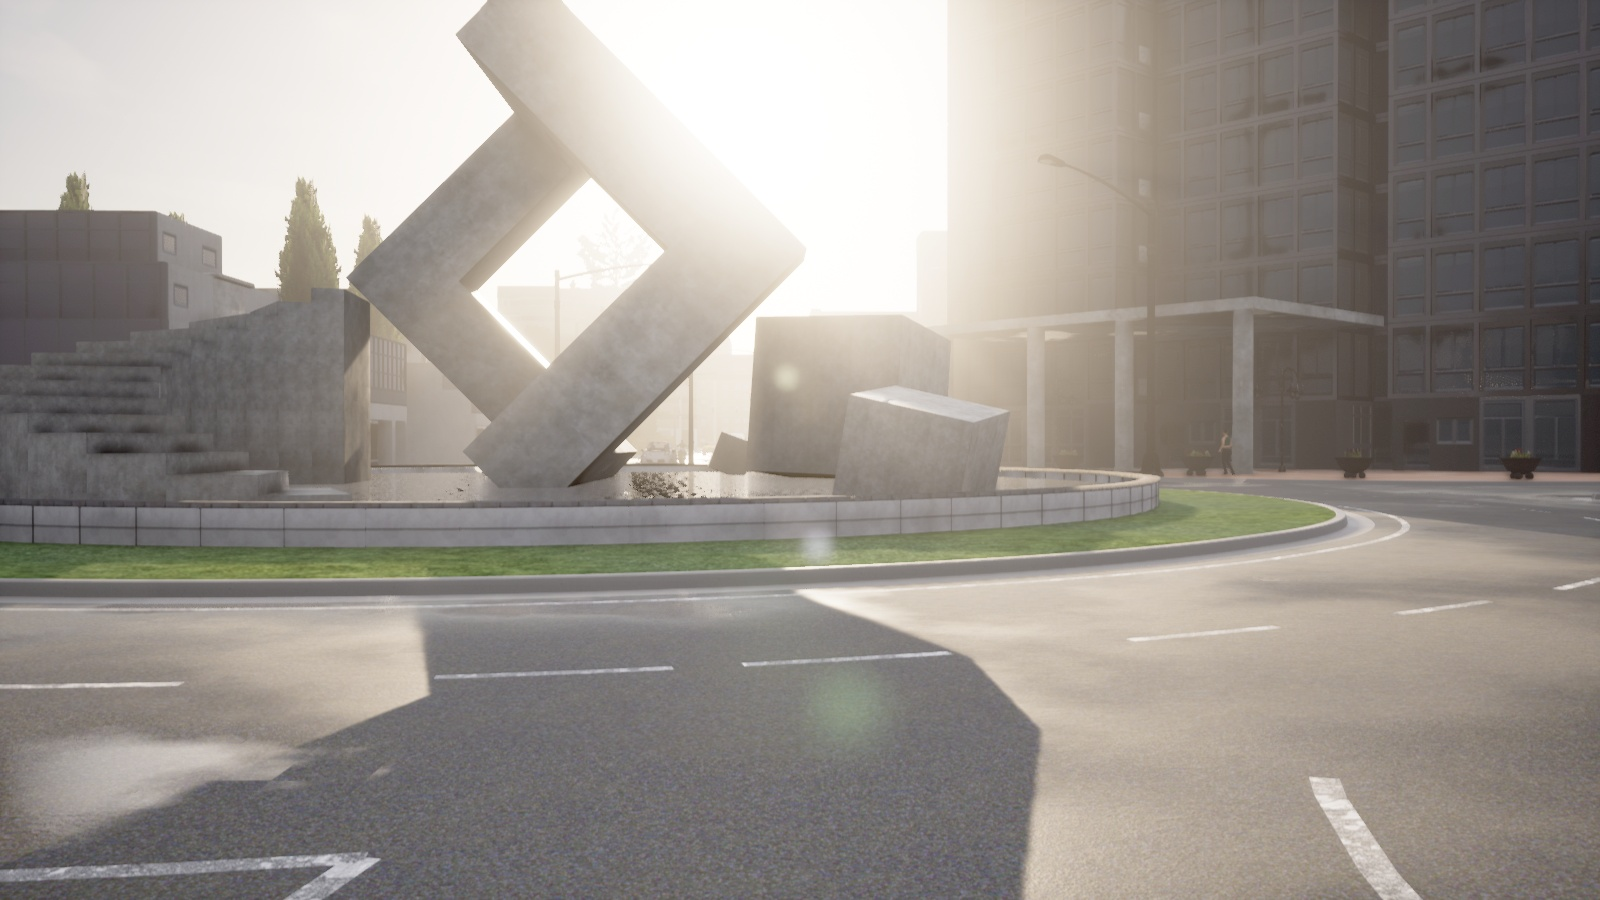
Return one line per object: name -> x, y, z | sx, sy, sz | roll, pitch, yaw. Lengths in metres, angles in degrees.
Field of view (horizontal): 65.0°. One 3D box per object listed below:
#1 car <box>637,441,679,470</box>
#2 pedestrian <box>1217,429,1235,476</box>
car -> -7.670, 0.290, 68.200 | 1.845, 1.501, 3.633 | 0, 0, 1
pedestrian -> 16.647, 0.089, 49.119 | 0.345, 1.836, 0.594 | 0, 0, -23
